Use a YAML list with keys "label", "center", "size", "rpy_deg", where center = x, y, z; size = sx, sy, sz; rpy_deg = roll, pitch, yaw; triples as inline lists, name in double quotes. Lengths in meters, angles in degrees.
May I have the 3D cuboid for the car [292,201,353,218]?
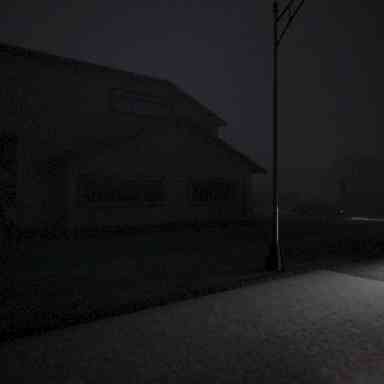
- label: "car"
  center: [11.780, 1.547, 30.451]
  size: [2.033, 1.411, 5.357]
  rpy_deg: [0, 0, -35]
